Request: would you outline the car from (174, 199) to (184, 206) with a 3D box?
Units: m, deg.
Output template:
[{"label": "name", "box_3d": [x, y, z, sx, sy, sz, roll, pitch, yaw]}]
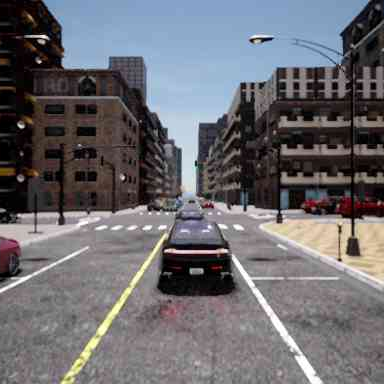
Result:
[{"label": "car", "box_3d": [-2.999, 2.380, 77.904, 2.033, 1.411, 5.357, 0, -1, 0]}]

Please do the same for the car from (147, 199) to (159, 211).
[{"label": "car", "box_3d": [-5.690, 2.101, 50.086, 1.947, 1.339, 4.313, 0, -1, 0]}]

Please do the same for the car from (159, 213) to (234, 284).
[{"label": "car", "box_3d": [0.101, 1.596, 9.928, 2.128, 1.511, 4.902, 0, -1, 0]}]

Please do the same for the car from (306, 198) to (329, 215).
[{"label": "car", "box_3d": [14.564, 1.582, 33.835, 4.674, 1.442, 1.812, -1, 0, -1]}]

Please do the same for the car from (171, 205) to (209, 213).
[{"label": "car", "box_3d": [-0.154, 1.781, 20.887, 1.994, 1.385, 4.181, 0, 0, -4]}]

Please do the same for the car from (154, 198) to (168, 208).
[{"label": "car", "box_3d": [-5.691, 1.975, 61.453, 2.192, 1.841, 5.009, 0, -1, 0]}]

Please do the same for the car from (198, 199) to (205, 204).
[{"label": "car", "box_3d": [2.691, 2.594, 95.545, 2.008, 1.369, 4.403, 0, -1, 0]}]

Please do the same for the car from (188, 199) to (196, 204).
[{"label": "car", "box_3d": [0.002, 2.521, 88.951, 1.994, 1.385, 4.181, 0, -1, 0]}]

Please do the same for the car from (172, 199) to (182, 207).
[{"label": "car", "box_3d": [-3.007, 2.202, 67.337, 1.882, 1.535, 5.008, 0, -1, 0]}]

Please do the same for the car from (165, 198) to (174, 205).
[{"label": "car", "box_3d": [-5.690, 2.354, 84.181, 1.967, 1.590, 4.097, 0, -1, 0]}]

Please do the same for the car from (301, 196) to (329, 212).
[{"label": "car", "box_3d": [14.559, 1.393, 36.408, 5.009, 1.841, 2.192, -1, 1, 0]}]

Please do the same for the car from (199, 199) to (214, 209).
[{"label": "car", "box_3d": [2.689, 2.037, 55.771, 1.967, 1.590, 4.097, 0, -1, 0]}]

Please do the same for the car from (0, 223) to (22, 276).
[{"label": "car", "box_3d": [-5.742, 1.667, 8.065, 1.802, 1.307, 4.206, 0, -1, 0]}]

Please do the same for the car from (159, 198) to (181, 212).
[{"label": "car", "box_3d": [-3.065, 1.854, 47.039, 2.097, 1.767, 4.553, 0, -1, -1]}]

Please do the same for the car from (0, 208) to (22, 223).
[{"label": "car", "box_3d": [-18.170, 2.122, 30.342, 4.902, 1.511, 2.128, -1, 0, 0]}]

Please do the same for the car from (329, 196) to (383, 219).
[{"label": "car", "box_3d": [14.694, 1.321, 28.030, 5.009, 1.841, 2.192, -1, 1, 0]}]

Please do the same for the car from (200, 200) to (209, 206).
[{"label": "car", "box_3d": [2.691, 2.368, 72.816, 1.802, 1.307, 4.206, 0, -1, 0]}]

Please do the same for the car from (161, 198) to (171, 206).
[{"label": "car", "box_3d": [-5.690, 2.226, 72.816, 1.967, 1.590, 4.097, 0, -1, 0]}]

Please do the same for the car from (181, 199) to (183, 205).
[{"label": "car", "box_3d": [-3.080, 2.211, 56.968, 1.895, 1.301, 4.718, 0, -1, 0]}]
